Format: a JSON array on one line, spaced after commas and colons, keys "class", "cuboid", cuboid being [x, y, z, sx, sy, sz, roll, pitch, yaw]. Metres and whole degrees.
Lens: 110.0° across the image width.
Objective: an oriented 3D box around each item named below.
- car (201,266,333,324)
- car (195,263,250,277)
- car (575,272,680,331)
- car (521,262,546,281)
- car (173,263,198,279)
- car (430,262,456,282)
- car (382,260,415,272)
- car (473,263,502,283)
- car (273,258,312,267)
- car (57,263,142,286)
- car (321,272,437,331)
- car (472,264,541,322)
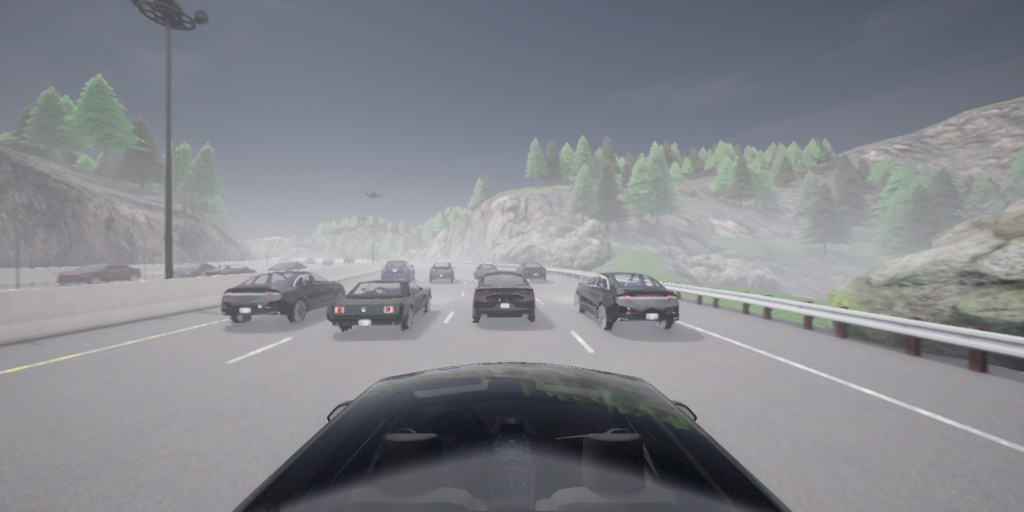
[{"class": "car", "cuboid": [-7.320, 1.253, 12.085, 2.128, 1.511, 4.902, 0, 0, -3]}, {"class": "car", "cuboid": [-23.670, 1.391, 30.115, 1.895, 1.301, 4.718, 0, 0, -10]}, {"class": "car", "cuboid": [3.246, 1.231, 11.012, 2.128, 1.511, 4.902, 0, 0, -3]}, {"class": "car", "cuboid": [1.444, 1.214, 29.245, 1.882, 1.535, 5.008, 0, 0, -8]}, {"class": "car", "cuboid": [-27.404, 1.324, 31.079, 1.812, 1.442, 4.674, 0, 0, -10]}, {"class": "car", "cuboid": [-5.567, 1.243, 28.826, 2.128, 1.511, 4.902, 0, 0, -8]}, {"class": "car", "cuboid": [-9.168, 1.111, 29.155, 2.097, 1.767, 4.553, 0, 0, -9]}, {"class": "car", "cuboid": [-2.086, 1.308, 29.128, 1.994, 1.385, 4.181, 0, 0, -8]}, {"class": "car", "cuboid": [-20.689, 1.260, 33.229, 1.882, 1.535, 5.008, 0, 0, -11]}, {"class": "car", "cuboid": [-30.168, 1.283, 26.424, 1.882, 1.535, 5.008, 0, 0, -9]}, {"class": "car", "cuboid": [-3.742, 1.355, 11.080, 1.895, 1.301, 4.718, 0, 0, -3]}, {"class": "car", "cuboid": [-0.328, 1.224, 12.403, 1.882, 1.535, 5.008, 0, 0, -3]}]
